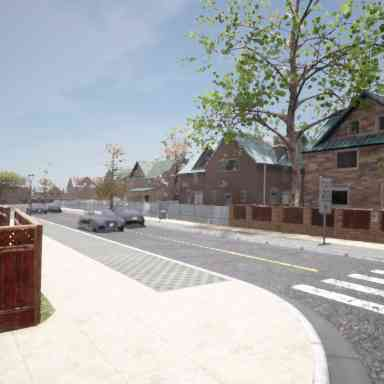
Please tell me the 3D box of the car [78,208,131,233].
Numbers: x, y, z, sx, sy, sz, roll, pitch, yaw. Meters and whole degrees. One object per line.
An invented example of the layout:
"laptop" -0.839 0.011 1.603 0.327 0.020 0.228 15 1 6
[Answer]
"car" -5.903 1.792 21.494 1.994 1.385 4.181 2 -2 -34

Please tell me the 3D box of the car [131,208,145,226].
"car" -5.295 1.903 25.847 1.994 1.385 4.181 2 -2 -34

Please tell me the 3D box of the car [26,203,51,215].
"car" -19.362 2.080 41.475 1.994 1.385 4.181 2 -2 -34

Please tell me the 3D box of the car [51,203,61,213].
"car" -20.193 2.225 47.786 1.994 1.385 4.181 2 -2 -34
